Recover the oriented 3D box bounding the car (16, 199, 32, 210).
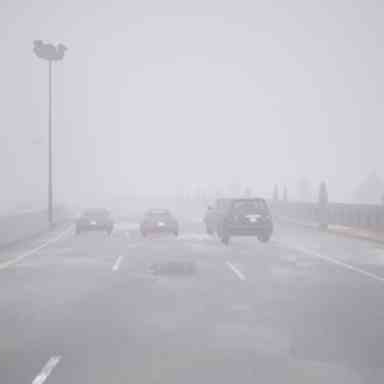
[{"bbox_3d":[-24.073,1.763,47.545,2.033,1.411,5.357,0,0,-30],"label":"car"}]

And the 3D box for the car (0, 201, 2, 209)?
[{"bbox_3d":[-29.537,1.737,49.570,2.128,1.511,4.902,0,0,-33],"label":"car"}]

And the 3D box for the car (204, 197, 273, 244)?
[{"bbox_3d":[2.100,1.251,16.337,2.150,2.045,5.566,0,0,-9],"label":"car"}]

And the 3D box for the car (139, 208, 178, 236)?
[{"bbox_3d":[-1.979,1.617,18.983,1.994,1.385,4.181,0,0,-11],"label":"car"}]

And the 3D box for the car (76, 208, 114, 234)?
[{"bbox_3d":[-5.712,1.636,19.888,1.994,1.385,4.181,0,0,-11],"label":"car"}]
